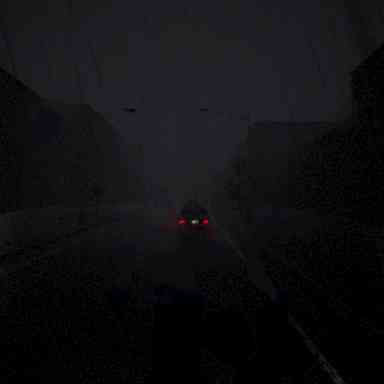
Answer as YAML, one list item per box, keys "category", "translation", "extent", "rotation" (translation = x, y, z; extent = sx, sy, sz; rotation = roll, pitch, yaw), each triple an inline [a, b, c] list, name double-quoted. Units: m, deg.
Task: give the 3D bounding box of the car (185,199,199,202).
- category: "car"
  translation: [0.036, 1.555, 43.030]
  extent: [1.994, 1.385, 4.181]
  rotation: [0, 0, 0]

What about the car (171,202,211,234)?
- category: "car"
  translation: [0.099, 1.546, 19.154]
  extent: [2.033, 1.411, 5.357]
  rotation: [0, 0, 0]

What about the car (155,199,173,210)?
- category: "car"
  translation: [-3.487, 1.557, 42.088]
  extent: [1.994, 1.385, 4.181]
  rotation: [0, 0, 1]
